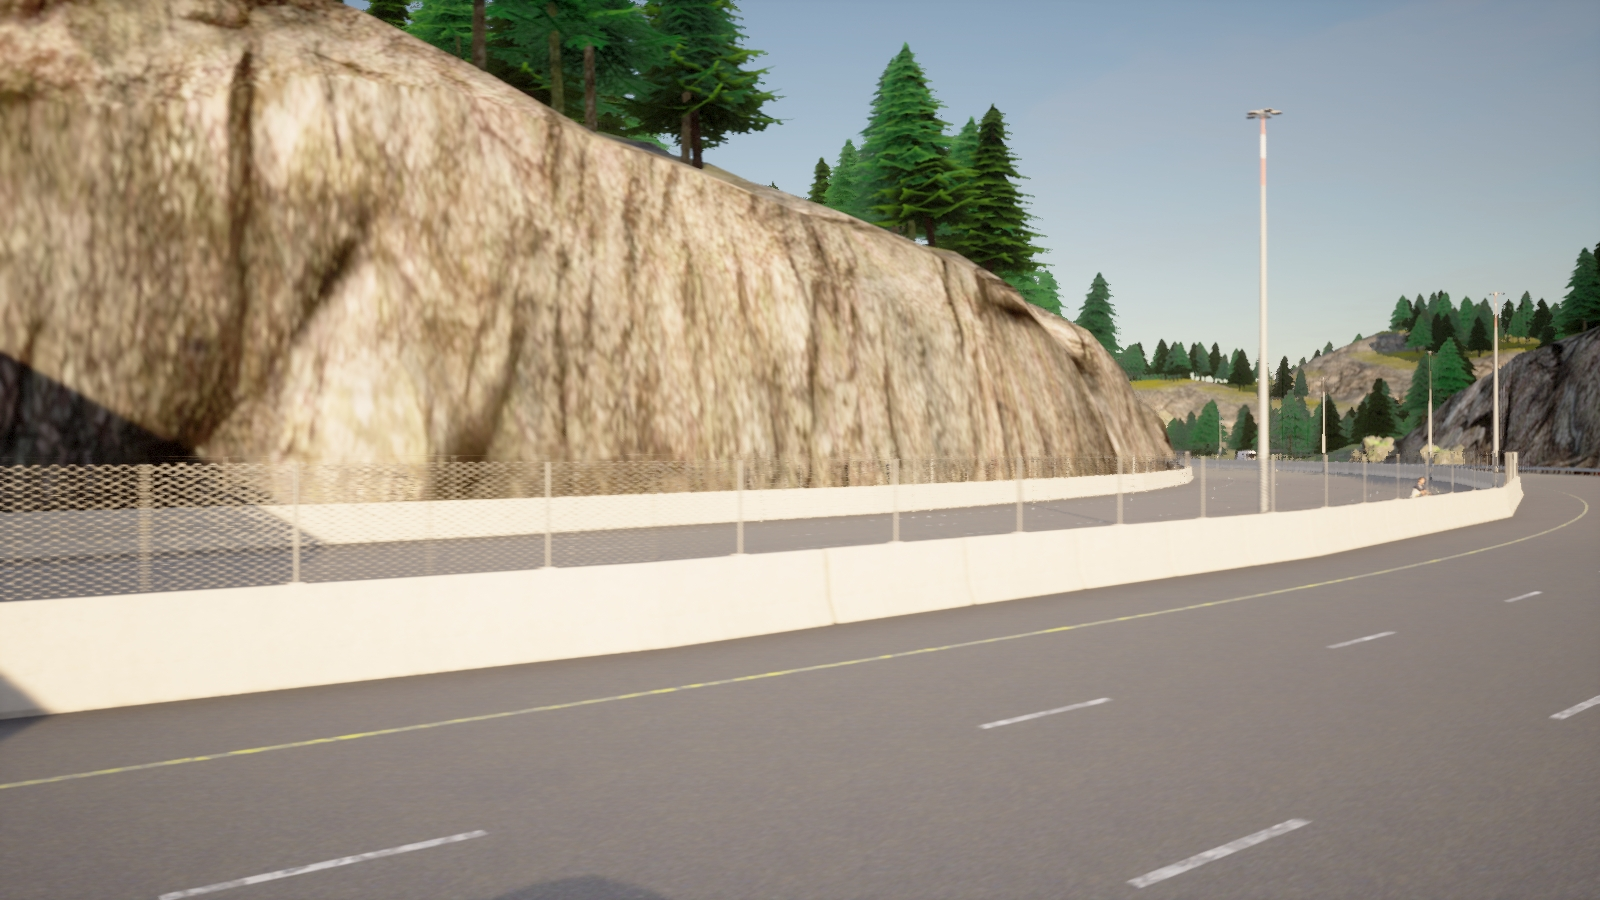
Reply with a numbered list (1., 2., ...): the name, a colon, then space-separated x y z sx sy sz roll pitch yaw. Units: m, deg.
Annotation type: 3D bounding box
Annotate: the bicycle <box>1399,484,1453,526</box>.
1. bicycle: 22.827 2.020 41.677 0.373 1.514 1.643 5 -6 -45
